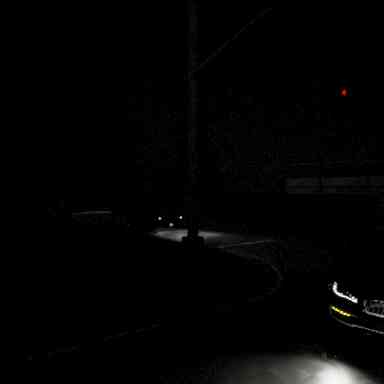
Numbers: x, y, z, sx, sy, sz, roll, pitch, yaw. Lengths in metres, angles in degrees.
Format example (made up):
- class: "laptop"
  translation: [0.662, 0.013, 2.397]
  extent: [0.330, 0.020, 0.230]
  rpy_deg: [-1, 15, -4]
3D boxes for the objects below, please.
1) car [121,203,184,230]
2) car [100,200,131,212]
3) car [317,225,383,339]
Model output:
- class: "car"
  translation: [-2.483, 1.601, 21.188]
  extent: [1.895, 1.301, 4.718]
  rpy_deg: [0, 0, -36]
- class: "car"
  translation: [-8.722, 1.601, 39.575]
  extent: [1.895, 1.301, 4.718]
  rpy_deg: [0, 0, 28]
- class: "car"
  translation: [3.843, 1.508, 6.573]
  extent: [1.837, 1.490, 4.892]
  rpy_deg: [6, 3, 28]
